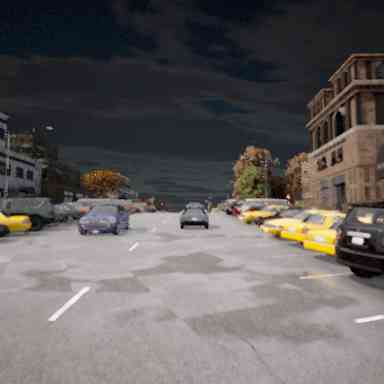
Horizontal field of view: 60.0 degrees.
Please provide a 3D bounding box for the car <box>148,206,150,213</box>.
[{"bbox_3d":[-10.909,3.109,61.786,4.892,1.521,2.231,0,-4,-19],"label":"car"}]

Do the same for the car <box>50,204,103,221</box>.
[{"bbox_3d":[-11.249,1.924,32.528,4.792,1.488,2.163,0,-2,-19],"label":"car"}]

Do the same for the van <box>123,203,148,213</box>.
[{"bbox_3d":[-10.962,3.097,64.680,4.442,1.987,1.878,1,-4,-19],"label":"van"}]

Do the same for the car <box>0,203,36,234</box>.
[{"bbox_3d":[-11.550,1.611,17.786,5.366,1.575,1.946,-1,0,-20],"label":"car"}]

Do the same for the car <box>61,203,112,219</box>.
[{"bbox_3d":[-11.256,1.968,35.446,5.008,1.535,2.097,0,-2,-19],"label":"car"}]

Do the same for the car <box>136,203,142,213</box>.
[{"bbox_3d":[-11.047,2.577,53.027,5.008,1.535,2.097,0,-3,-19],"label":"car"}]

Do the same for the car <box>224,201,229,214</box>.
[{"bbox_3d":[6.625,2.098,38.676,4.792,1.488,2.163,1,-2,-19],"label":"car"}]

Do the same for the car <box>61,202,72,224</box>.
[{"bbox_3d":[-11.338,1.707,23.711,4.892,1.521,2.231,0,-1,-20],"label":"car"}]

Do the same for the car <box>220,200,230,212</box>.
[{"bbox_3d":[6.611,1.903,41.646,5.566,2.045,2.435,1,-2,-19],"label":"car"}]

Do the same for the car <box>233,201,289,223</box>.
[{"bbox_3d":[6.318,1.775,26.629,5.366,1.575,1.946,1,-1,-19],"label":"car"}]

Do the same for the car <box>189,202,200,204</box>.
[{"bbox_3d":[0.332,1.999,41.128,2.097,1.767,4.553,0,-2,1],"label":"car"}]

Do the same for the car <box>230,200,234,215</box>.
[{"bbox_3d":[6.510,1.786,32.677,4.553,1.767,2.185,1,-2,-19],"label":"car"}]

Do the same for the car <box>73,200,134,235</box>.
[{"bbox_3d":[-5.044,1.517,19.655,2.097,1.767,4.553,0,-1,0],"label":"car"}]

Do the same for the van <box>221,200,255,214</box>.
[{"bbox_3d":[6.591,2.123,47.606,4.442,1.987,1.878,1,-3,-19],"label":"van"}]

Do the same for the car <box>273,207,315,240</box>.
[{"bbox_3d":[6.598,1.596,14.791,5.366,1.575,1.946,1,-1,-20],"label":"car"}]

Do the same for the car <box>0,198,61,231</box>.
[{"bbox_3d":[-11.390,1.408,20.769,5.566,2.045,2.435,-1,-1,-20],"label":"car"}]

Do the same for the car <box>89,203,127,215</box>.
[{"bbox_3d":[-11.159,2.265,44.249,4.674,1.452,2.002,0,-2,-19],"label":"car"}]

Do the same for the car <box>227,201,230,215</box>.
[{"bbox_3d":[6.562,2.026,35.672,4.674,1.452,2.002,1,-2,-19],"label":"car"}]

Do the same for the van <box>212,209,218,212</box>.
[{"bbox_3d":[7.484,5.866,93.320,4.442,1.987,1.878,3,-6,-18],"label":"van"}]

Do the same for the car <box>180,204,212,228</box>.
[{"bbox_3d":[0.181,1.802,24.130,1.994,1.385,4.181,0,-1,0],"label":"car"}]

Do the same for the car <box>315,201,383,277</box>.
[{"bbox_3d":[6.433,1.289,8.758,5.566,2.045,2.435,1,-1,-20],"label":"car"}]

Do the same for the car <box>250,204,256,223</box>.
[{"bbox_3d":[6.425,1.705,20.698,4.792,1.488,2.163,1,-1,-20],"label":"car"}]

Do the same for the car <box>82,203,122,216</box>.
[{"bbox_3d":[-11.193,2.174,41.312,4.674,1.452,2.002,0,-2,-19],"label":"car"}]

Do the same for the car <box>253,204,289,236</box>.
[{"bbox_3d":[6.264,1.625,17.657,5.366,1.575,1.946,1,-1,-20],"label":"car"}]

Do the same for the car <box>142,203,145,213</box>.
[{"bbox_3d":[-11.002,2.735,55.950,4.892,1.521,2.231,0,-3,-19],"label":"car"}]

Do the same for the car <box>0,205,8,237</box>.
[{"bbox_3d":[-11.394,1.577,14.912,5.008,1.535,2.097,-1,-1,-20],"label":"car"}]

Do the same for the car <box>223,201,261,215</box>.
[{"bbox_3d":[6.697,2.123,44.661,4.553,1.767,2.185,1,-2,-19],"label":"car"}]

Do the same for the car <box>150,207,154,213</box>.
[{"bbox_3d":[-10.788,3.560,67.613,4.892,1.521,2.231,1,-4,-19],"label":"car"}]

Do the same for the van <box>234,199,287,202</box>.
[{"bbox_3d":[6.408,1.614,29.649,4.442,1.987,1.878,1,-1,-19],"label":"van"}]

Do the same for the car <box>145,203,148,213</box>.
[{"bbox_3d":[-11.123,2.906,58.802,5.366,1.575,1.946,0,-4,-19],"label":"car"}]

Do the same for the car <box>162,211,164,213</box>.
[{"bbox_3d":[-10.601,5.257,85.075,5.366,1.575,1.946,1,-6,-19],"label":"car"}]

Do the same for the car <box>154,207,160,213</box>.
[{"bbox_3d":[-10.661,3.845,73.490,5.566,2.045,2.435,1,-6,-19],"label":"car"}]

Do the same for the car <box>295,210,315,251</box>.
[{"bbox_3d":[6.590,1.564,11.799,5.366,1.575,1.946,1,-1,-20],"label":"car"}]
